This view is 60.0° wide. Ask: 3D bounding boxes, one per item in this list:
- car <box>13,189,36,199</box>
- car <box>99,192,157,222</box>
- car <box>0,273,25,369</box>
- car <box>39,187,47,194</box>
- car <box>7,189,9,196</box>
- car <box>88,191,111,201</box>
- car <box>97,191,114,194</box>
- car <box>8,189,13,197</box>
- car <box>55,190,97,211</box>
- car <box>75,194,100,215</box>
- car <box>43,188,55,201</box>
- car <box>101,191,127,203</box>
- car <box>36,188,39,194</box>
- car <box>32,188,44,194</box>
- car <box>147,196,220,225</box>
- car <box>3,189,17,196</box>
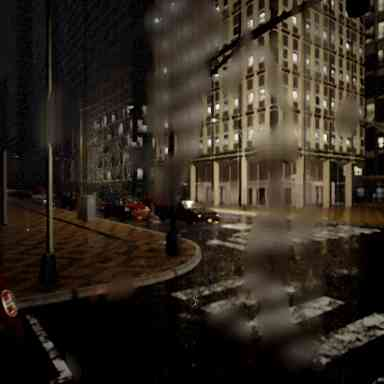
[{"bbox_3d":[-27.217,0.410,54.068,1.887,1.381,4.507,1,0,-36],"label":"car"},{"bbox_3d":[-4.412,1.057,22.405,1.967,1.590,4.097,1,0,-36],"label":"car"},{"bbox_3d":[-4.181,1.442,3.574,4.097,1.590,1.967,0,0,-36],"label":"car"},{"bbox_3d":[-33.493,-0.043,77.124,1.887,1.381,4.507,1,0,-36],"label":"car"},{"bbox_3d":[-33.732,0.196,63.114,1.887,1.381,4.507,1,0,-36],"label":"car"},{"bbox_3d":[-13.942,0.622,49.975,1.947,1.339,4.313,1,0,-36],"label":"car"},{"bbox_3d":[-6.428,0.827,29.612,2.097,1.767,4.553,0,1,-36],"label":"car"},{"bbox_3d":[-30.474,0.309,58.591,2.008,1.369,4.403,1,0,-36],"label":"car"},{"bbox_3d":[-10.924,0.717,31.450,2.192,1.841,5.009,1,0,-36],"label":"car"},{"bbox_3d":[-7.673,1.091,26.929,1.802,1.307,4.206,1,0,-36],"label":"car"},{"bbox_3d":[-19.683,0.543,48.166,1.837,1.490,4.892,0,1,-35],"label":"car"},{"bbox_3d":[-10.782,0.685,45.588,1.752,1.417,4.829,1,0,-36],"label":"car"},{"bbox_3d":[-36.747,-0.379,81.648,2.192,1.841,5.009,1,0,-36],"label":"car"},{"bbox_3d":[-40.011,-0.235,86.174,1.947,1.339,4.313,1,0,-36],"label":"car"},{"bbox_3d":[-0.512,1.217,21.395,2.033,1.411,5.357,0,1,-36],"label":"car"},{"bbox_3d":[-36.989,0.095,67.638,2.008,1.369,4.403,1,0,-36],"label":"car"}]
